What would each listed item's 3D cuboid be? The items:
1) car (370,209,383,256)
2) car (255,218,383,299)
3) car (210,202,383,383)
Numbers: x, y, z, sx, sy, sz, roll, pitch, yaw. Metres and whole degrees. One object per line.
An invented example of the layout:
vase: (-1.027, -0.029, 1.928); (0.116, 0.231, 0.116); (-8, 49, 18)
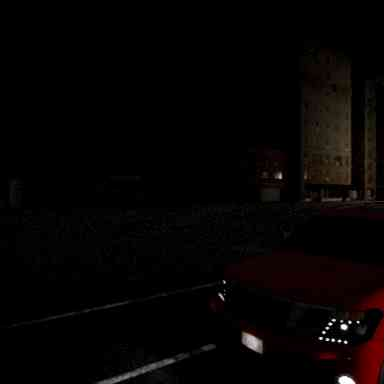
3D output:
car: (8.629, 1.447, 12.346); (4.097, 1.590, 1.967); (0, 0, -36)
car: (4.006, 1.549, 9.047); (4.507, 1.381, 1.887); (0, 0, -36)
car: (2.888, 1.221, 5.127); (5.566, 2.045, 2.150); (-1, 0, -35)
